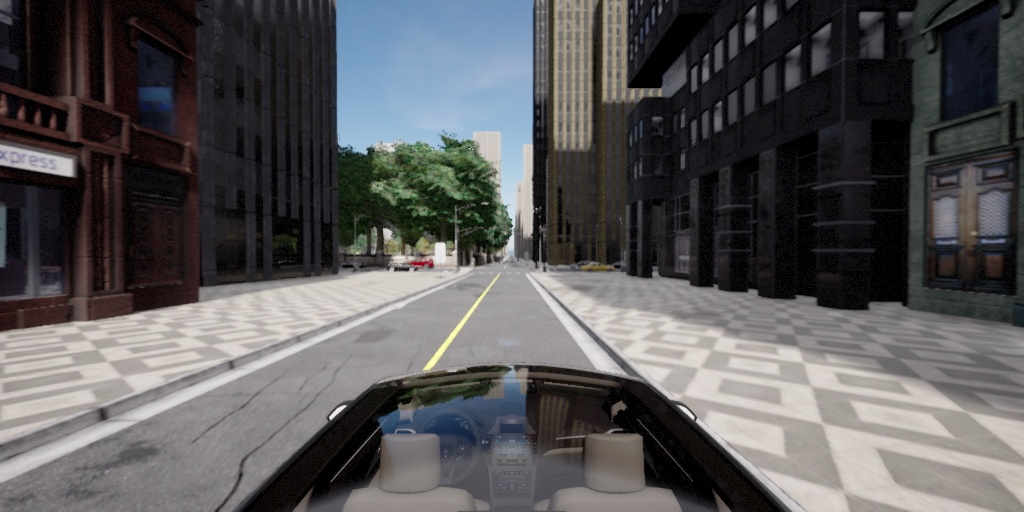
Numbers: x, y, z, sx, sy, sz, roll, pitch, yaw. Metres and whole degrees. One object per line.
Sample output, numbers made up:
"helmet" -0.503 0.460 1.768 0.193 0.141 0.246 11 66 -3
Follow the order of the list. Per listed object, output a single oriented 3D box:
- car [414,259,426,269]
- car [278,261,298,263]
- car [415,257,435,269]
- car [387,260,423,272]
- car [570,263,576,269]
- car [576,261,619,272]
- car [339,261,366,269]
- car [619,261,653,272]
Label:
"car" -15.510 1.509 52.294 4.674 1.442 1.812 1 1 0
"car" -31.423 1.527 49.631 4.403 1.370 2.007 0 0 0
"car" -15.012 1.168 58.060 5.009 1.841 2.192 0 0 0
"car" -15.052 1.544 49.536 4.313 1.339 1.948 0 0 0
"car" 11.652 1.425 57.905 4.403 1.370 2.007 0 0 0
"car" 11.782 1.525 49.380 4.829 1.417 1.751 0 0 0
"car" -25.924 1.418 58.123 4.313 1.339 1.948 0 0 0
"car" 17.124 1.557 49.349 4.403 1.370 2.007 0 0 0
